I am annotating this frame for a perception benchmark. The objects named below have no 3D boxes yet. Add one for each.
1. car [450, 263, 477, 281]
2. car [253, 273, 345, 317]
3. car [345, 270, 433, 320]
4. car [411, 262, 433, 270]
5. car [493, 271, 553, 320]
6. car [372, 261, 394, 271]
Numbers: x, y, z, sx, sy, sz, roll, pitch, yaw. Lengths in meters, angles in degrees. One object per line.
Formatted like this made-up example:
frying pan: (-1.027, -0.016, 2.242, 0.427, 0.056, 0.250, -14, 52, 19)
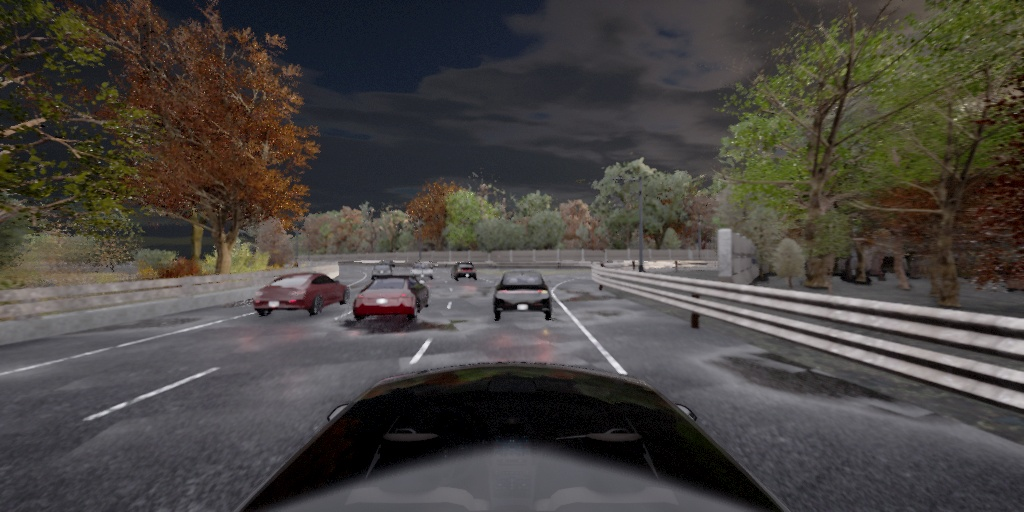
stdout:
car: (-4.377, 1.374, 31.982, 1.837, 1.490, 4.892, 0, 0, -16)
car: (-7.753, 1.350, 13.582, 1.812, 1.442, 4.674, 0, 0, -6)
car: (-4.209, 1.370, 13.067, 1.994, 1.385, 4.181, 0, 0, -6)
car: (-8.650, 1.496, 34.136, 1.895, 1.301, 4.718, 0, 0, -17)
car: (0.378, 1.276, 12.812, 2.128, 1.511, 4.902, 0, 0, 2)
car: (-12.105, 1.457, 33.631, 2.033, 1.411, 5.357, 0, 0, -18)
